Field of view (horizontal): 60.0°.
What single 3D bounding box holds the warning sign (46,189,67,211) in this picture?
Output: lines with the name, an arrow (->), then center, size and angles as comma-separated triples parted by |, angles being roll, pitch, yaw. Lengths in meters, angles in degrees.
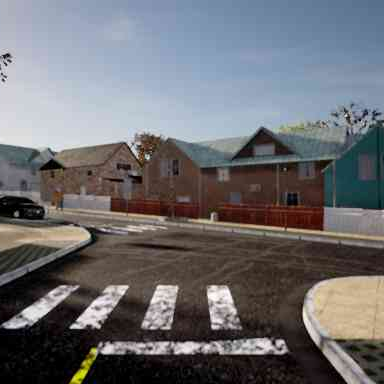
warning sign -> -12.306, 0.712, 30.190 | 1.060, 1.860, 1.300 | -1, 1, 32

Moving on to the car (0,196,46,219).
car -> -12.600, 1.065, 24.081 | 4.892, 1.490, 1.837 | 2, 0, 32
